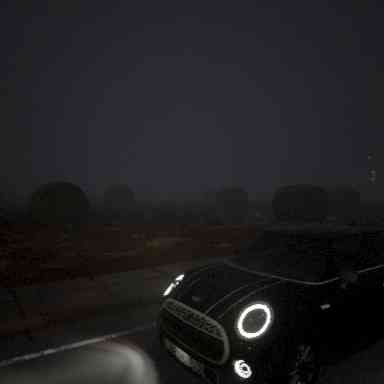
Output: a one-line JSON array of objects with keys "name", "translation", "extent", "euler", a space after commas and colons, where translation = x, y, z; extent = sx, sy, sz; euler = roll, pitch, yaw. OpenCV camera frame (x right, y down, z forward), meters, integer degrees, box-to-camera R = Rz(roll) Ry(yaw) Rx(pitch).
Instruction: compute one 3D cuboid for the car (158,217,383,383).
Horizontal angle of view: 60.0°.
[{"name": "car", "translation": [1.739, 1.339, 5.183], "extent": [4.553, 1.767, 2.097], "euler": [0, 0, -35]}]
